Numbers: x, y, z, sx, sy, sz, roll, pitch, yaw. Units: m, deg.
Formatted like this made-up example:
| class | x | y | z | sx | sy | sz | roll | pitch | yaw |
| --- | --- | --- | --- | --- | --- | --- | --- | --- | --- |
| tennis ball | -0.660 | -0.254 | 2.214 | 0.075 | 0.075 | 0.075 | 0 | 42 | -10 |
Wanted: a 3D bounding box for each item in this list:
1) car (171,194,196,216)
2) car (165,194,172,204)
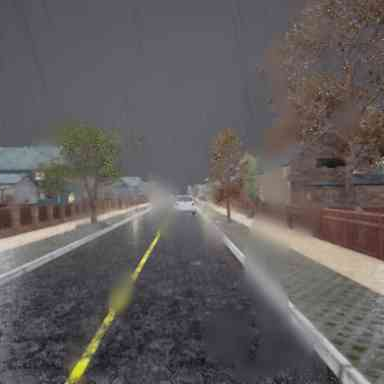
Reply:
| class | x | y | z | sx | sy | sz | roll | pitch | yaw |
| --- | --- | --- | --- | --- | --- | --- | --- | --- | --- |
| car | -0.765 | 1.390 | 35.368 | 2.150 | 2.045 | 5.566 | 0 | 0 | -1 |
| car | -4.545 | 1.550 | 72.099 | 2.150 | 2.045 | 5.566 | 0 | 0 | -1 |
